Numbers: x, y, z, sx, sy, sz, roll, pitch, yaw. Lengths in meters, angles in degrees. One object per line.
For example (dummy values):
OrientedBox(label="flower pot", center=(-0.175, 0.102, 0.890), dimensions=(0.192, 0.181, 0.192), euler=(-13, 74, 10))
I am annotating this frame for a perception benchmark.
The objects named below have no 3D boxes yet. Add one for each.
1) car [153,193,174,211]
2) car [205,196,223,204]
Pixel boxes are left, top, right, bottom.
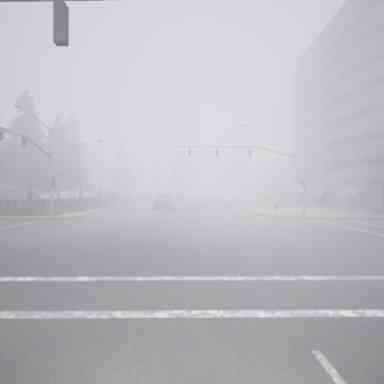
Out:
OrientedBox(label="car", center=(-3.453, 1.191, 41.072), dimensions=(2.150, 2.045, 5.566), euler=(0, 0, 2))
OrientedBox(label="car", center=(4.304, 1.435, 64.056), dimensions=(1.812, 1.442, 4.674), euler=(0, 0, 36))
